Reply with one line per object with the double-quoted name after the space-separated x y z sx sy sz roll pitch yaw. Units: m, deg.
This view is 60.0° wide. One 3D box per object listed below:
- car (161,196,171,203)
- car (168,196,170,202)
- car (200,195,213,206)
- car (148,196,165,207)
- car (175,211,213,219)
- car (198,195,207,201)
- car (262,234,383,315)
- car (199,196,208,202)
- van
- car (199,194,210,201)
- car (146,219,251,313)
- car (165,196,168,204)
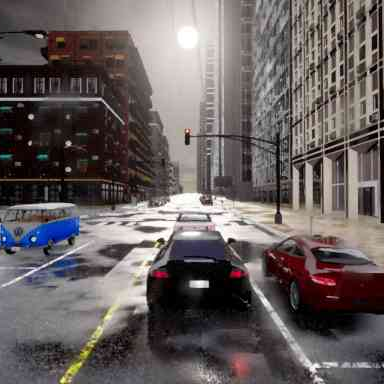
-5.674 1.598 73.523 1.802 1.307 4.206 1 0 0 "car"
-5.675 1.580 62.213 1.947 1.339 4.313 1 0 0 "car"
2.704 1.596 56.561 1.802 1.307 4.206 1 0 0 "car"
-5.675 1.563 50.904 2.008 1.369 4.403 1 0 0 "car"
0.096 1.606 16.584 1.895 1.301 4.718 0 0 0 "car"
2.707 1.569 84.834 2.008 1.369 4.403 1 0 0 "car"
2.701 1.584 7.303 1.802 1.307 4.206 1 0 0 "car"
2.706 1.599 79.179 1.802 1.307 4.206 1 0 0 "car"
-5.761 1.345 12.988 1.690 1.788 3.998 1 0 0 "van"
2.709 1.330 62.215 2.192 1.841 5.009 1 0 0 "car"
0.104 1.566 7.766 1.994 1.385 4.181 0 0 -1 "car"
-5.675 1.564 56.559 2.008 1.369 4.403 1 0 0 "car"
